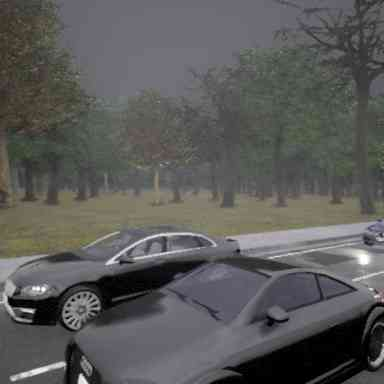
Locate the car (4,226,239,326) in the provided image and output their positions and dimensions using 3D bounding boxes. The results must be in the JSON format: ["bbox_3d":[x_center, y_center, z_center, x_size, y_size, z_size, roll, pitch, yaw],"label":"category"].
[{"bbox_3d":[-1.074,1.501,6.911,4.902,1.511,2.128,0,0,-36],"label":"car"}]

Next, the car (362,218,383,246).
[{"bbox_3d":[9.208,1.558,14.243,4.674,1.442,1.812,0,0,-35],"label":"car"}]

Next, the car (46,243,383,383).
[{"bbox_3d":[0.658,1.571,4.143,4.181,1.385,1.994,0,0,-35],"label":"car"}]
